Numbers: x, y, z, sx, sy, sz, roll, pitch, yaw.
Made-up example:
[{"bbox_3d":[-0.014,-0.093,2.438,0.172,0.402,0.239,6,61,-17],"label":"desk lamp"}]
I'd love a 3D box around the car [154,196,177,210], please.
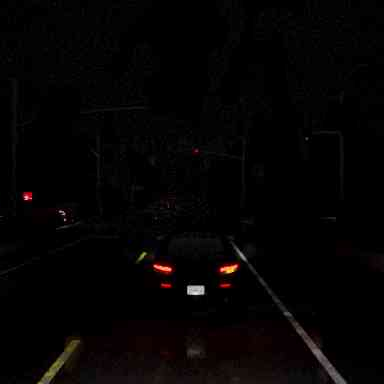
[{"bbox_3d":[-3.551,1.350,42.326,2.097,1.767,4.553,0,0,2],"label":"car"}]

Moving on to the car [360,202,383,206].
[{"bbox_3d":[15.566,1.527,28.590,5.357,1.411,2.033,0,0,-6],"label":"car"}]

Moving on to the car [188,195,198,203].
[{"bbox_3d":[0.165,1.597,67.360,1.895,1.301,4.718,0,0,0],"label":"car"}]

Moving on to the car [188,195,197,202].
[{"bbox_3d":[0.078,1.521,80.822,2.128,1.511,4.902,0,0,0],"label":"car"}]

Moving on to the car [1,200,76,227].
[{"bbox_3d":[-10.338,1.366,22.671,4.553,1.767,2.097,0,0,3],"label":"car"}]

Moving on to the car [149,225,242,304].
[{"bbox_3d":[0.080,1.525,8.028,1.812,1.442,4.674,0,0,0],"label":"car"}]
